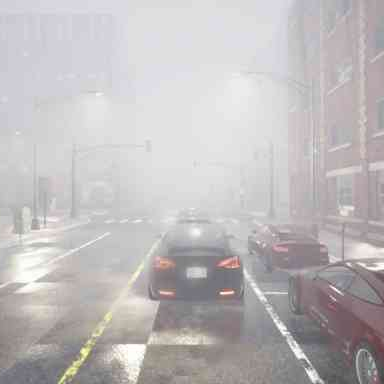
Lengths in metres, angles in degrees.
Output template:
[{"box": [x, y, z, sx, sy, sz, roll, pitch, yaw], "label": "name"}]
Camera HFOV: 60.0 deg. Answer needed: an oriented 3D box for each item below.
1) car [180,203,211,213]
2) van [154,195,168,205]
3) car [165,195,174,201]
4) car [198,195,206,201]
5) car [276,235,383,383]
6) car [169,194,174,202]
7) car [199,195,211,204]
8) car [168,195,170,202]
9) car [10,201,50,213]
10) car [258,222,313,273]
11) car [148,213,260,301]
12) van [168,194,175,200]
[{"box": [0.072, 1.552, 17.648, 2.033, 1.411, 5.357, 0, 0, -1], "label": "car"}, {"box": [-5.773, 1.359, 59.612, 1.690, 1.788, 3.998, 1, 0, 0], "label": "van"}, {"box": [-5.822, 1.582, 87.873, 2.008, 1.369, 4.403, 1, 0, 0], "label": "car"}, {"box": [2.557, 1.597, 87.848, 1.947, 1.339, 4.313, 1, 0, 0], "label": "car"}, {"box": [2.660, 1.583, 4.677, 1.802, 1.307, 4.206, 1, 0, 0], "label": "car"}, {"box": [-5.805, 1.607, 76.568, 1.802, 1.307, 4.206, 1, 0, 0], "label": "car"}, {"box": [2.604, 1.544, 59.757, 1.752, 1.417, 4.829, 1, 0, 0], "label": "car"}, {"box": [-5.786, 1.602, 65.264, 1.802, 1.307, 4.206, 1, 0, 0], "label": "car"}, {"box": [-18.774, 1.730, 38.681, 4.313, 1.339, 1.947, 0, -1, 0], "label": "car"}, {"box": [2.820, 1.585, 10.333, 1.802, 1.307, 4.206, 1, 0, 0], "label": "car"}, {"box": [0.086, 1.506, 8.376, 2.163, 1.488, 4.792, 0, 0, 0], "label": "car"}, {"box": [-5.829, 1.376, 93.526, 1.690, 1.788, 3.998, 1, 0, 0], "label": "van"}]
